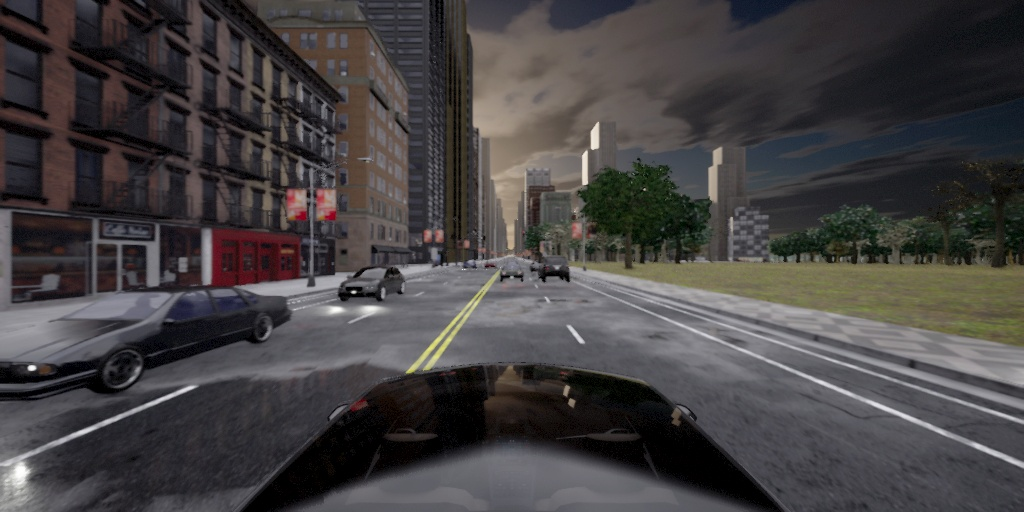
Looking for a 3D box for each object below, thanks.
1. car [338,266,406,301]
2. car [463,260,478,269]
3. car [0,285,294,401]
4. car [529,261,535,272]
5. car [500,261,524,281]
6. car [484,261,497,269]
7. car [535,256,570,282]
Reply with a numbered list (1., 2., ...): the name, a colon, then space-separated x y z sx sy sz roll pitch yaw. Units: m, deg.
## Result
1. car: -6.591 1.259 17.380 1.837 1.490 4.892 0 0 0
2. car: -6.576 1.288 56.287 1.812 1.442 4.674 0 0 0
3. car: -6.601 1.302 6.936 2.033 1.411 5.357 0 0 0
4. car: 3.293 1.314 46.485 1.994 1.385 4.181 0 0 0
5. car: 0.009 1.351 29.471 1.895 1.301 4.718 0 0 0
6. car: -3.327 1.358 56.358 1.895 1.301 4.718 0 0 1
7. car: 3.328 0.972 29.110 2.150 2.045 5.566 0 0 0
